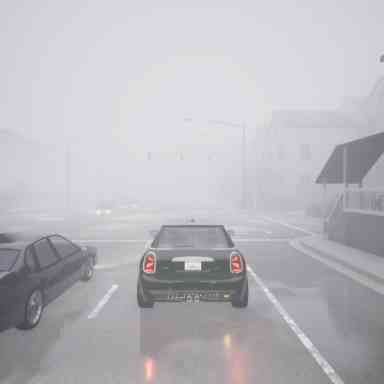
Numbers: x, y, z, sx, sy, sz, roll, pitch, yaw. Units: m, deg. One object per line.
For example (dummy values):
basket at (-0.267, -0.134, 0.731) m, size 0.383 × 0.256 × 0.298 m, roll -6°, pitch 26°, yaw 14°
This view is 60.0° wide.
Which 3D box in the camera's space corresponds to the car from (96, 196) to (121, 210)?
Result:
car at (-11.030, 1.563, 43.200) m, size 1.994 × 1.385 × 4.181 m, roll 0°, pitch 0°, yaw -1°

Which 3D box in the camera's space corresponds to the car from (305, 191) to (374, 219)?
car at (12.374, 0.995, 27.875) m, size 5.566 × 2.045 × 2.150 m, roll -8°, pitch 0°, yaw -2°

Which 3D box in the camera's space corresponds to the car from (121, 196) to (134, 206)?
car at (-11.120, 1.351, 52.862) m, size 2.097 × 1.767 × 4.553 m, roll 0°, pitch 0°, yaw -1°

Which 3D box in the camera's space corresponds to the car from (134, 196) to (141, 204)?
car at (-11.187, 1.490, 64.885) m, size 2.128 × 1.511 × 4.902 m, roll 0°, pitch 0°, yaw 0°

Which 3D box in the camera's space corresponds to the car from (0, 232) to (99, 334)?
car at (-3.486, 1.547, 6.823) m, size 2.033 × 1.411 × 5.357 m, roll 0°, pitch 0°, yaw 0°

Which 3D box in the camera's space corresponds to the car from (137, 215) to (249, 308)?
car at (0.005, 1.352, 8.104) m, size 2.097 × 1.767 × 4.553 m, roll 0°, pitch 0°, yaw 0°
